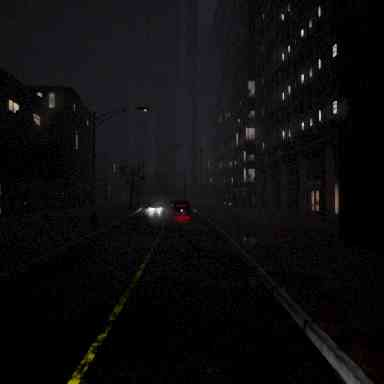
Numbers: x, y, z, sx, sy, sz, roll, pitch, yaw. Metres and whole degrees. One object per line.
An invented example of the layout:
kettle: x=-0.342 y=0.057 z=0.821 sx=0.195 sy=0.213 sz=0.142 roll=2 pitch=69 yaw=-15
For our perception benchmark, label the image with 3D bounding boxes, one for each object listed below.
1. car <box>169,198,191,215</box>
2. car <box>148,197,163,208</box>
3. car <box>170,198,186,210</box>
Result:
car: x=-1.136 y=1.495 z=34.139 sx=1.837 sy=1.490 sz=4.892 roll=0 pitch=0 yaw=-4
car: x=-5.221 y=1.466 z=47.887 sx=2.128 sy=1.511 sz=4.902 roll=0 pitch=0 yaw=-5
car: x=-1.930 y=1.508 z=44.128 sx=1.812 sy=1.442 sz=4.674 roll=0 pitch=0 yaw=-5
